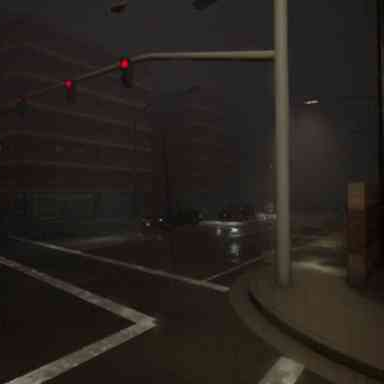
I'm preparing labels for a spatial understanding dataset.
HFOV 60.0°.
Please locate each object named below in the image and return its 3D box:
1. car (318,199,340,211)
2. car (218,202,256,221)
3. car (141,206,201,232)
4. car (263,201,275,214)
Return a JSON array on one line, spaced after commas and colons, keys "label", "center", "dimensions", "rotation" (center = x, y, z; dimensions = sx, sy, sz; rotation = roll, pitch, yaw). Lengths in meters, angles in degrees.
[{"label": "car", "center": [17.656, 1.676, 42.942], "dimensions": [1.812, 1.442, 4.674], "rotation": [-1, -1, 35]}, {"label": "car", "center": [4.094, 1.699, 29.766], "dimensions": [1.837, 1.490, 4.892], "rotation": [-1, -1, 34]}, {"label": "car", "center": [-1.272, 1.683, 21.971], "dimensions": [2.128, 1.511, 4.902], "rotation": [-1, -1, 35]}, {"label": "car", "center": [9.826, 1.724, 38.081], "dimensions": [1.812, 1.442, 4.674], "rotation": [-1, -1, 35]}]
